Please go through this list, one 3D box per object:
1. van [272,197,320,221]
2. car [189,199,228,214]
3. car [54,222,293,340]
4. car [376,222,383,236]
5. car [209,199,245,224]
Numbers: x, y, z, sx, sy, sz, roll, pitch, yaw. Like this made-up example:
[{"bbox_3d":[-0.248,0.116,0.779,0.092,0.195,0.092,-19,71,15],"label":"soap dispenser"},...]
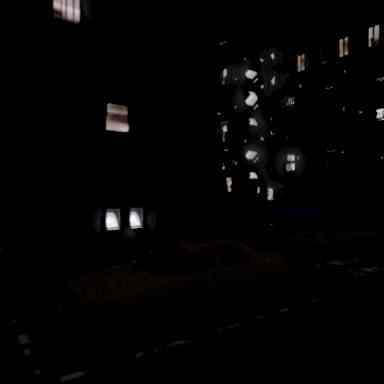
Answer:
[{"bbox_3d":[8.477,1.338,27.415,1.690,1.788,3.998,0,0,-36],"label":"van"},{"bbox_3d":[1.740,1.506,36.728,1.752,1.417,4.829,0,0,-36],"label":"car"},{"bbox_3d":[-0.059,1.534,6.523,4.829,1.417,1.752,0,0,-35],"label":"car"},{"bbox_3d":[10.831,1.656,14.448,1.895,1.301,4.718,0,0,-36],"label":"car"},{"bbox_3d":[1.675,1.476,22.519,1.967,1.590,4.097,0,0,-36],"label":"car"}]
